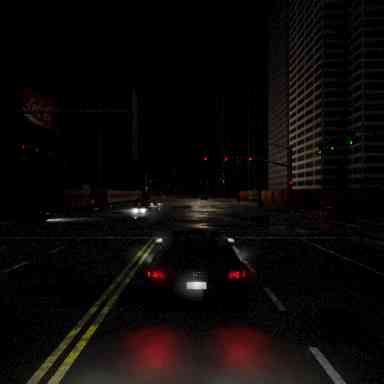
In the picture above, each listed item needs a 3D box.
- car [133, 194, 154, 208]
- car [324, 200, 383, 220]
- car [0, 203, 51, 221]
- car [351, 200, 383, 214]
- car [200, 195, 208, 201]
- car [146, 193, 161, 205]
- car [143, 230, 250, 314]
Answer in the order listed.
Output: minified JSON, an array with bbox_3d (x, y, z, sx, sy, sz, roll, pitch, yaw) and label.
[{"bbox_3d":[-7.214,1.491,48.065,2.128,1.511,4.902,0,0,0],"label":"car"},{"bbox_3d":[13.385,1.491,27.222,4.902,1.511,2.128,0,0,0],"label":"car"},{"bbox_3d":[-13.706,1.565,27.006,4.181,1.385,1.994,0,0,0],"label":"car"},{"bbox_3d":[19.626,1.547,34.471,5.357,1.411,2.033,0,0,0],"label":"car"},{"bbox_3d":[3.268,1.525,87.523,2.128,1.511,4.902,0,0,0],"label":"car"},{"bbox_3d":[-7.229,1.221,58.018,2.150,2.045,5.566,0,0,0],"label":"car"},{"bbox_3d":[0.076,1.564,7.685,1.994,1.385,4.181,0,0,0],"label":"car"}]
